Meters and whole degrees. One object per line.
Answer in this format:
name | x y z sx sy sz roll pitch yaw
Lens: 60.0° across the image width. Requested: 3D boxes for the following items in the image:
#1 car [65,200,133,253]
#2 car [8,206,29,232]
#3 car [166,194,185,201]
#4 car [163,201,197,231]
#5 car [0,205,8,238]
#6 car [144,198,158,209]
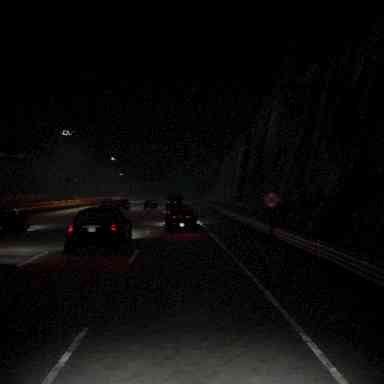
car | -3.837 1.431 14.417 2.097 1.767 4.553 -1 0 -4
car | -11.167 1.542 19.054 2.097 1.767 4.553 -1 0 -4
car | -2.133 1.325 42.082 2.150 2.045 5.566 -1 0 -3
car | -0.739 1.553 20.896 1.837 1.490 4.892 0 0 -4
car | -6.950 1.335 7.865 2.150 2.045 5.566 0 0 -2
car | -5.955 1.661 48.777 2.128 1.511 4.902 -1 0 -3
